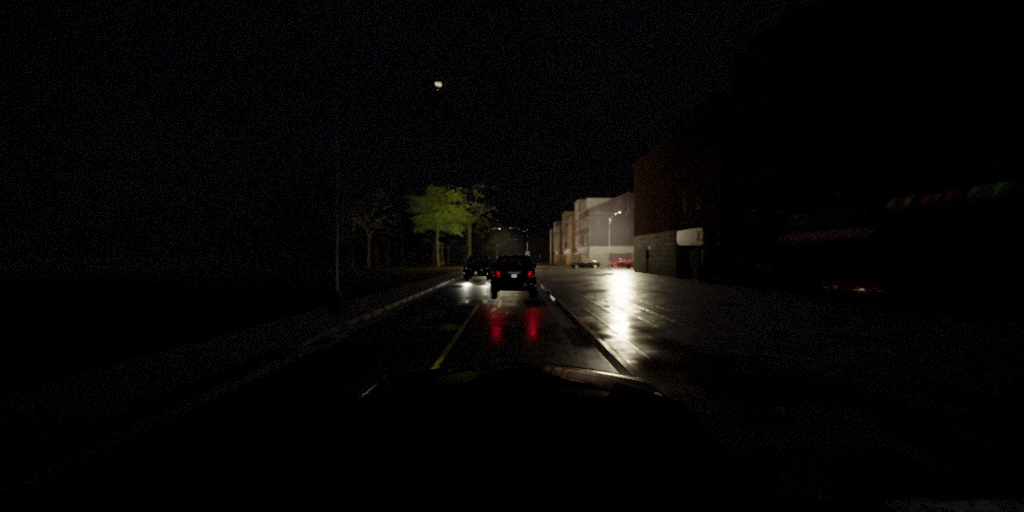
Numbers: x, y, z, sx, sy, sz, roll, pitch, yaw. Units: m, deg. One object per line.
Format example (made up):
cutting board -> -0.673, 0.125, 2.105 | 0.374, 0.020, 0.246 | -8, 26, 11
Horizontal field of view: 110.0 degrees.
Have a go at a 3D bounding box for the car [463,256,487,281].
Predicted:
car -> -2.814, 0.979, 30.836 | 2.150, 2.045, 5.566 | 0, 0, 0

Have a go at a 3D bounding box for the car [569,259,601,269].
car -> 10.440, 1.150, 51.278 | 4.403, 1.370, 2.007 | 0, 0, 0

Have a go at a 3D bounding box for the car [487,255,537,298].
car -> 0.097, 0.970, 18.448 | 2.150, 2.045, 5.566 | 0, 0, 0

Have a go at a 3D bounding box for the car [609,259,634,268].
car -> 15.971, 1.062, 51.276 | 4.207, 1.307, 1.802 | 0, 0, 0
